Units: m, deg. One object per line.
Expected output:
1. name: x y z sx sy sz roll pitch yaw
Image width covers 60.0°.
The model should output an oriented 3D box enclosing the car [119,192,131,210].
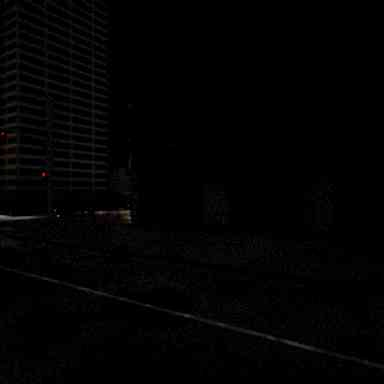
1. car: -6.512 1.383 44.221 2.150 2.045 5.566 0 0 36

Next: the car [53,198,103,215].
1. car: -12.484 1.653 35.746 2.128 1.511 4.902 0 0 35

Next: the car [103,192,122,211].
1. car: -10.660 1.401 44.419 2.150 2.045 5.566 0 0 35

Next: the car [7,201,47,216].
1. car: -16.795 1.727 35.702 2.033 1.411 5.357 0 0 35
